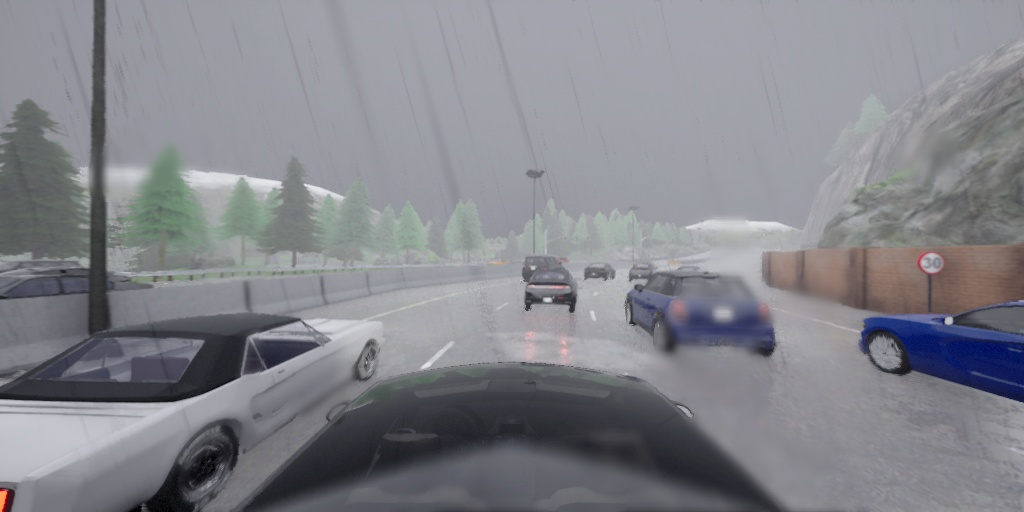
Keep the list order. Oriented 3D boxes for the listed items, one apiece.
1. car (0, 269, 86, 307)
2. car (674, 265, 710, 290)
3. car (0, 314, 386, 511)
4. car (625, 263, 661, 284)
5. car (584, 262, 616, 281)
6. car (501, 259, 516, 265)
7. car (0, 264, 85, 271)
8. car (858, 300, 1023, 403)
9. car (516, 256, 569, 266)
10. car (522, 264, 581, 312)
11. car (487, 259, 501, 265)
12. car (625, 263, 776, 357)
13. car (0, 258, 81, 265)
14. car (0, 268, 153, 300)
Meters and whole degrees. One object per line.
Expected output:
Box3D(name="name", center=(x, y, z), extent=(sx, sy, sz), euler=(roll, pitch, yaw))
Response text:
Box3D(name="car", center=(-19.968, 1.235, 13.508), extent=(1.895, 1.301, 4.718), euler=(0, 0, 8))
Box3D(name="car", center=(12.304, 1.398, 24.781), extent=(2.033, 1.411, 5.357), euler=(0, 0, 24))
Box3D(name="car", center=(-3.212, 1.333, 4.193), extent=(1.895, 1.301, 4.718), euler=(0, 0, 2))
Box3D(name="car", center=(10.971, 1.338, 29.784), extent=(2.128, 1.511, 4.902), euler=(0, 0, 28))
Box3D(name="car", center=(7.682, 1.304, 31.044), extent=(1.882, 1.535, 5.008), euler=(0, 0, 27))
Box3D(name="car", center=(0.658, 1.373, 58.559), extent=(1.994, 1.385, 4.181), euler=(0, 0, 37))
Box3D(name="car", center=(-16.531, 1.160, 12.509), extent=(1.837, 1.490, 4.892), euler=(0, 0, 9))
Box3D(name="car", center=(7.299, 1.277, 4.563), extent=(1.882, 1.535, 5.008), euler=(0, 0, 3))
Box3D(name="car", center=(2.600, 1.014, 28.648), extent=(2.150, 2.045, 5.566), euler=(0, 0, 23))
Box3D(name="car", center=(1.683, 1.265, 14.413), extent=(2.128, 1.511, 4.902), euler=(0, 0, 12))
Box3D(name="car", center=(-2.198, 1.270, 60.587), extent=(1.882, 1.535, 5.008), euler=(0, 0, 37))
Box3D(name="car", center=(4.272, 1.136, 8.949), extent=(2.097, 1.767, 4.553), euler=(0, 0, 6))
Box3D(name="car", center=(-22.909, 0.971, 16.725), extent=(2.097, 1.767, 4.553), euler=(0, 0, 11))
Box3D(name="car", center=(-13.438, 1.220, 10.049), extent=(2.033, 1.411, 5.357), euler=(0, 0, 7))
